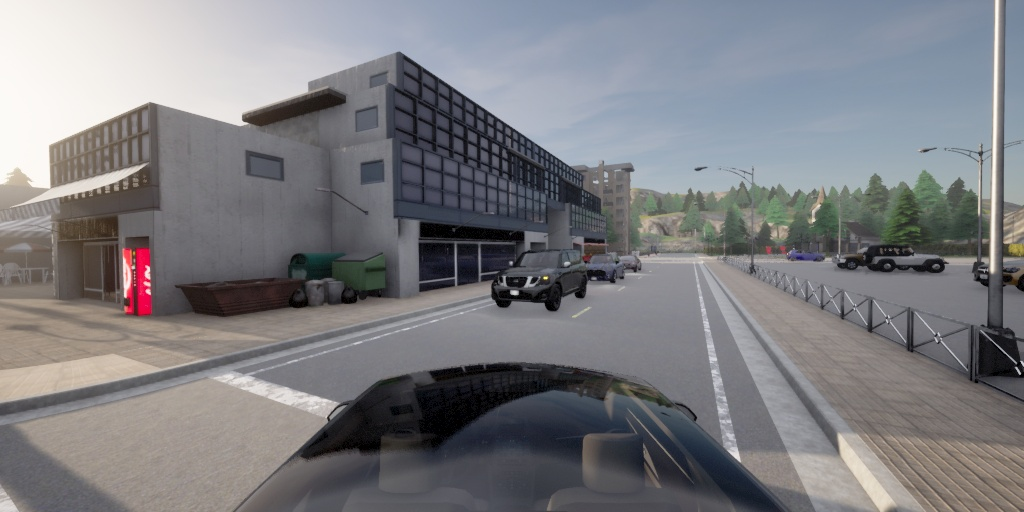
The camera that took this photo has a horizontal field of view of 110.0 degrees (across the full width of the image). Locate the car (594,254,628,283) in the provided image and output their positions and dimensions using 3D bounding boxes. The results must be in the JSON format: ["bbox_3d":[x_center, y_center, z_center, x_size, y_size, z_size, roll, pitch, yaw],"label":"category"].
[{"bbox_3d":[5.712,0.668,22.589,2.097,1.767,4.553,0,1,27],"label":"car"}]

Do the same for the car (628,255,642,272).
[{"bbox_3d":[10.295,0.619,31.738,1.812,1.442,4.674,0,1,27],"label":"car"}]

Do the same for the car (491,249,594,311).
[{"bbox_3d":[1.310,0.752,13.792,2.150,2.045,5.566,0,1,27],"label":"car"}]
